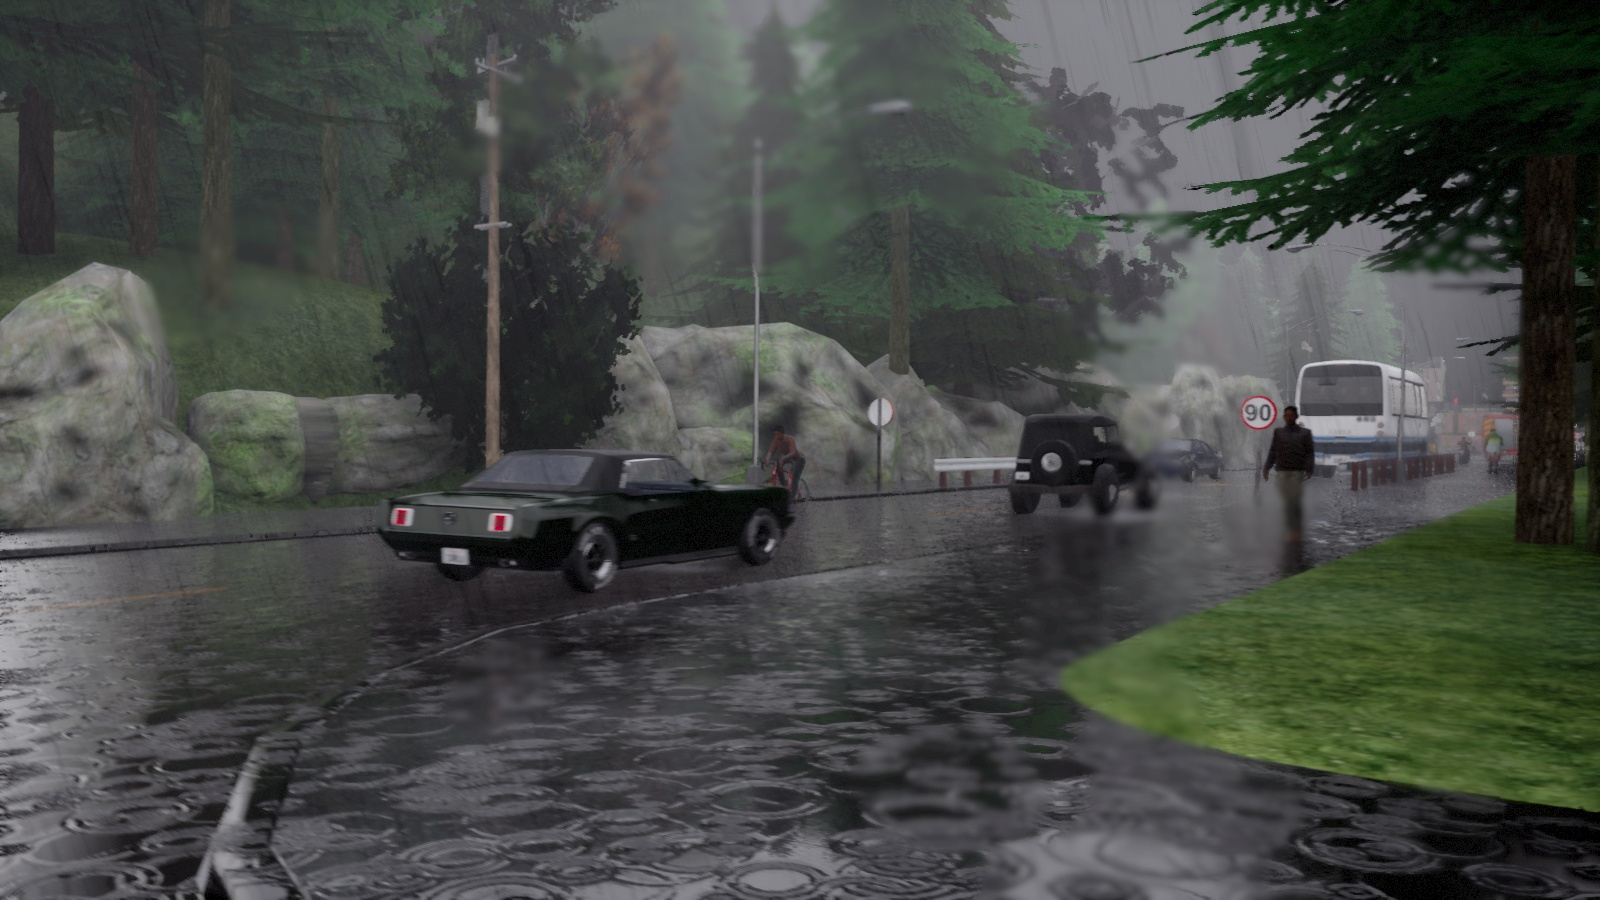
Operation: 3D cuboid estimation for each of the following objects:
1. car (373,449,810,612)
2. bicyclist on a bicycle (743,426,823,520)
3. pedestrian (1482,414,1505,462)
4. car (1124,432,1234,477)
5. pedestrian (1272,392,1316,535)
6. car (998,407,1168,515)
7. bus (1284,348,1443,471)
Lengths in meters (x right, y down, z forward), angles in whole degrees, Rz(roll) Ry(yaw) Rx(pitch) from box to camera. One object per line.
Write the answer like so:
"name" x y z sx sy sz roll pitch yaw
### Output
"car" -1.895 0.677 13.061 1.895 1.301 4.718 0 1 30
"bicyclist on a bicycle" -0.291 0.389 22.587 0.582 1.620 1.656 0 1 34
"pedestrian" 28.801 -0.498 52.140 0.659 1.952 0.873 0 1 16
"car" 12.791 0.112 42.142 2.033 1.411 5.357 0 1 34
"pedestrian" 6.504 0.167 16.513 0.431 1.840 0.703 0 1 30
"car" 5.501 0.162 24.055 1.905 1.878 3.866 0 1 34
"bus" 22.182 -1.485 48.973 3.944 4.253 10.273 0 1 34
